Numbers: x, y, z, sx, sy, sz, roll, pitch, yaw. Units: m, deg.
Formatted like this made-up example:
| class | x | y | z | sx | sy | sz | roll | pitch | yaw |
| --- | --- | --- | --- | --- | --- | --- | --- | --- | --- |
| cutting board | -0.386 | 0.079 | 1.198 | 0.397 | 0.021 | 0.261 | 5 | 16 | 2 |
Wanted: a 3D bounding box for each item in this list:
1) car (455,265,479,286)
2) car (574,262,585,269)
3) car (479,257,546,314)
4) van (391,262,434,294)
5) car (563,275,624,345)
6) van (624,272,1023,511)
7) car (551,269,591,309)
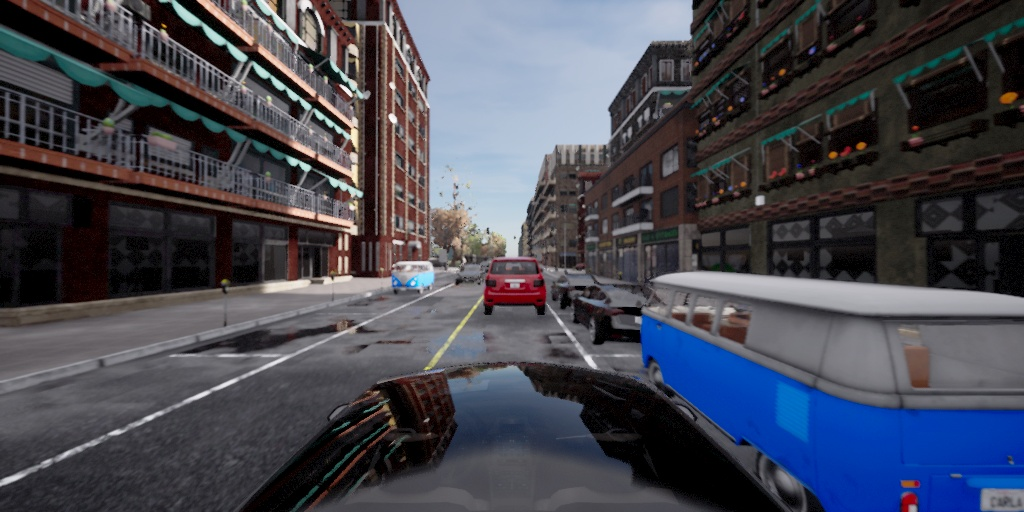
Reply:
| class | x | y | z | sx | sy | sz | roll | pitch | yaw |
| --- | --- | --- | --- | --- | --- | --- | --- | --- | --- |
| car | -3.087 | 1.415 | 27.020 | 1.837 | 1.490 | 4.892 | 0 | 0 | 0 |
| car | 13.476 | 1.771 | 63.486 | 5.009 | 1.841 | 2.192 | 0 | 0 | -1 |
| car | 0.101 | 1.051 | 14.233 | 2.150 | 2.045 | 5.566 | 0 | 0 | 0 |
| van | -5.682 | 1.211 | 20.789 | 1.690 | 1.789 | 3.998 | 0 | 0 | 0 |
| car | 2.695 | 1.364 | 9.463 | 1.948 | 1.339 | 4.313 | 0 | 0 | 0 |
| van | 2.692 | 1.104 | 3.801 | 1.690 | 1.789 | 3.998 | 0 | 0 | 0 |
| car | 2.696 | 1.399 | 15.125 | 1.948 | 1.339 | 4.313 | 0 | 0 | 0 |
